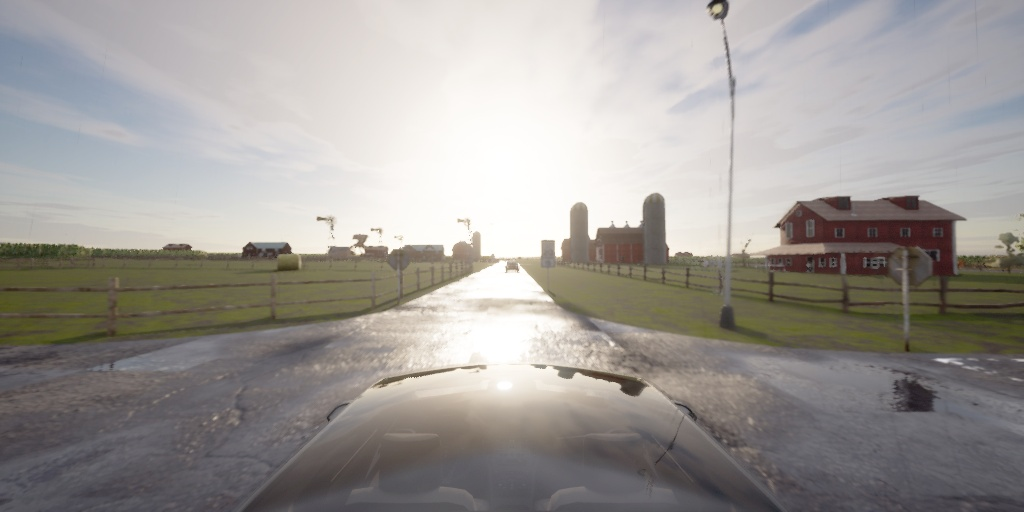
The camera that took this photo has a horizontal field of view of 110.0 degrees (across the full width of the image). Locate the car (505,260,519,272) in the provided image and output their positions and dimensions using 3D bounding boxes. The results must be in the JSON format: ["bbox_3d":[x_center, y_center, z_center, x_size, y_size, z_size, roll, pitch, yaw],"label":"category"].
[{"bbox_3d":[0.008,1.531,50.570,1.895,1.301,4.718,0,0,0],"label":"car"}]
